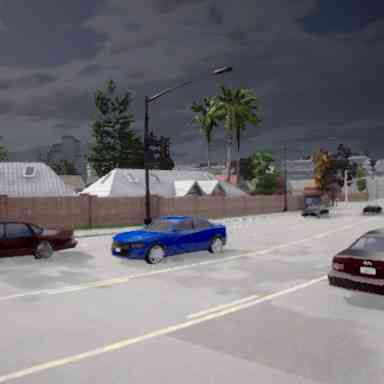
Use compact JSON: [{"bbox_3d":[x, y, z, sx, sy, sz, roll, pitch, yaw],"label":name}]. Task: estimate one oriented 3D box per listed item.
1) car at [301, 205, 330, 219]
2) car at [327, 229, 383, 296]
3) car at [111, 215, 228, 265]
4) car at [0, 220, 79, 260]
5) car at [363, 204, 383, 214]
[{"bbox_3d":[13.695,2.139,36.561,2.033,1.411,5.357,-1,-1,37],"label":"car"},{"bbox_3d":[5.325,1.662,8.527,2.033,1.411,5.357,-1,-1,45],"label":"car"},{"bbox_3d":[-0.686,1.686,12.836,5.008,1.535,1.882,1,-1,-45],"label":"car"},{"bbox_3d":[-6.949,1.743,11.904,5.357,1.411,2.033,1,-1,-37],"label":"car"},{"bbox_3d":[24.662,2.286,45.392,1.895,1.301,4.718,-1,-1,37],"label":"car"}]
